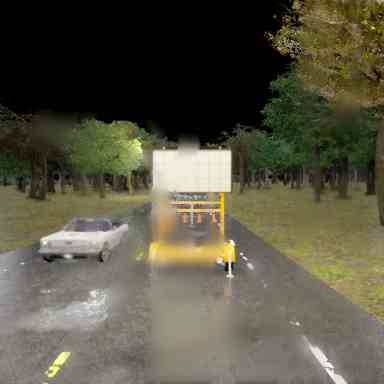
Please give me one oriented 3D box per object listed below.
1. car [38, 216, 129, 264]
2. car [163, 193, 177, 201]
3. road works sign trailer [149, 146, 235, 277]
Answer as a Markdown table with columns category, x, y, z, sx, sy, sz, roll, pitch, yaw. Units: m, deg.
| category | x | y | z | sx | sy | sz | roll | pitch | yaw |
| --- | --- | --- | --- | --- | --- | --- | --- | --- | --- |
| car | -3.601 | 1.559 | 11.903 | 1.895 | 1.301 | 4.718 | 0 | 0 | 0 |
| car | -3.584 | 0.565 | 55.115 | 2.097 | 1.767 | 4.553 | 0 | 2 | 0 |
| road works sign trailer | 0.000 | 0.434 | 10.087 | 2.380 | 3.560 | 2.880 | 0 | 0 | 0 |
